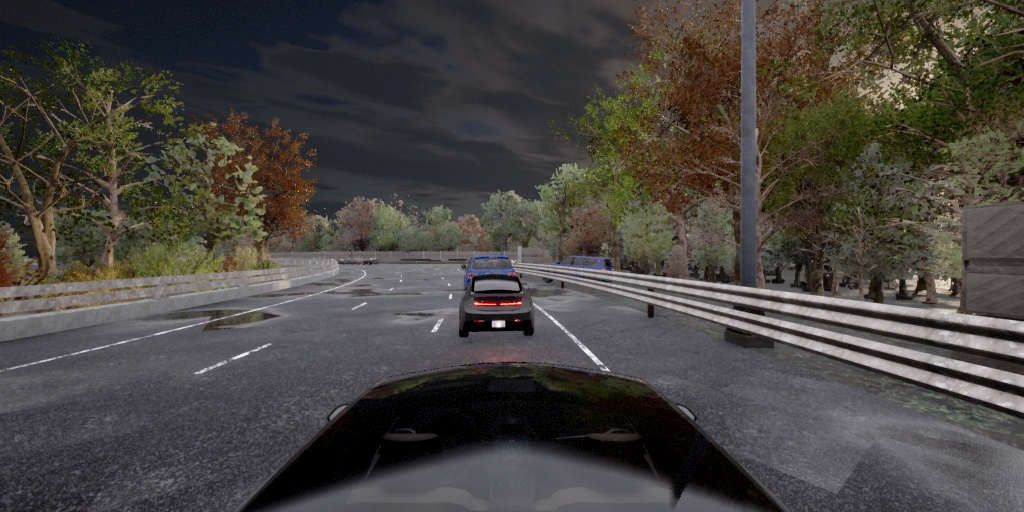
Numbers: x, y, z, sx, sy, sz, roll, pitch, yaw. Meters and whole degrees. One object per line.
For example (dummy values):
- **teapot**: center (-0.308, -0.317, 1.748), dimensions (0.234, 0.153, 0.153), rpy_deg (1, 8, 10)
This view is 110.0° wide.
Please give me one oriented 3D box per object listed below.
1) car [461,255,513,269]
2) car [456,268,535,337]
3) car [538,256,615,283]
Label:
- **car**: center (-1.170, 0.971, 17.008), dimensions (2.150, 2.045, 5.566), rpy_deg (0, 0, -9)
- **car**: center (-0.521, 1.255, 10.334), dimensions (1.837, 1.490, 4.892), rpy_deg (0, 0, -5)
- **car**: center (4.594, 0.995, 25.646), dimensions (5.566, 2.045, 2.150), rpy_deg (5, 1, 36)
